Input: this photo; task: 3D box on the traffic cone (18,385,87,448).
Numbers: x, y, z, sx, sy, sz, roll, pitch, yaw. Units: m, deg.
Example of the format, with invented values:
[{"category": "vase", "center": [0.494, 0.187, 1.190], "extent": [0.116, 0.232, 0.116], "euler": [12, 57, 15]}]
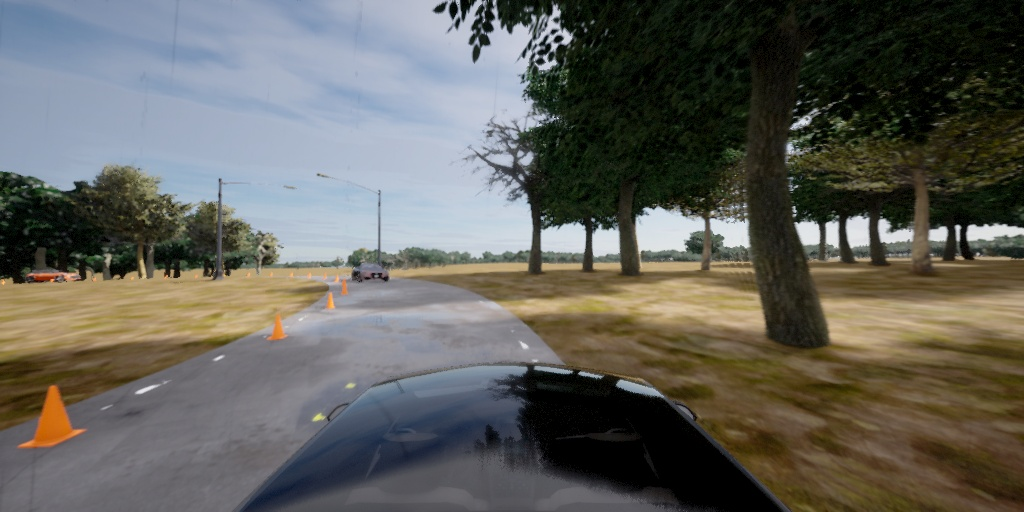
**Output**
[{"category": "traffic cone", "center": [-5.034, 1.719, 3.944], "extent": [0.340, 0.580, 0.340], "euler": [0, 0, -4]}]

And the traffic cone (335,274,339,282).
[{"category": "traffic cone", "center": [-12.680, 1.597, 26.002], "extent": [0.340, 0.580, 0.340], "euler": [0, 0, -34]}]

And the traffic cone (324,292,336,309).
[{"category": "traffic cone", "center": [-6.696, 1.622, 13.226], "extent": [0.340, 0.580, 0.340], "euler": [0, 0, -16]}]

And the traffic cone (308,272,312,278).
[{"category": "traffic cone", "center": [-18.744, 1.728, 33.213], "extent": [0.340, 0.580, 0.340], "euler": [0, 0, 44]}]

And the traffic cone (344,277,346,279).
[{"category": "traffic cone", "center": [-10.245, 1.575, 21.960], "extent": [0.340, 0.580, 0.340], "euler": [0, 0, -28]}]

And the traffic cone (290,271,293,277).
[{"category": "traffic cone", "center": [-22.306, 1.833, 36.304], "extent": [0.340, 0.580, 0.340], "euler": [0, 0, 38]}]

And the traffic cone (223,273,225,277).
[{"category": "traffic cone", "center": [-34.635, 2.289, 43.128], "extent": [0.340, 0.580, 0.340], "euler": [0, 0, 20]}]

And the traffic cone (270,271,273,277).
[{"category": "traffic cone", "center": [-26.170, 1.963, 39.005], "extent": [0.340, 0.580, 0.340], "euler": [0, 0, 32]}]

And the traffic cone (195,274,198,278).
[{"category": "traffic cone", "center": [-39.144, 2.469, 44.504], "extent": [0.340, 0.580, 0.340], "euler": [0, 0, 14]}]

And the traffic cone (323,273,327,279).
[{"category": "traffic cone", "center": [-15.524, 1.649, 29.766], "extent": [0.340, 0.580, 0.340], "euler": [0, 0, -40]}]

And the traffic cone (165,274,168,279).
[{"category": "traffic cone", "center": [-43.771, 2.633, 45.403], "extent": [0.340, 0.580, 0.340], "euler": [0, 0, 8]}]

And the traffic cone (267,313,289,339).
[{"category": "traffic cone", "center": [-5.623, 1.667, 8.628], "extent": [0.340, 0.580, 0.340], "euler": [0, 0, -10]}]

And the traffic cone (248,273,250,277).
[{"category": "traffic cone", "center": [-30.295, 2.115, 41.289], "extent": [0.340, 0.580, 0.340], "euler": [0, 0, 26]}]

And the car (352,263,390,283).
[{"category": "car", "center": [-10.504, 1.225, 26.564], "extent": [1.994, 1.385, 4.181], "euler": [1, -1, -34]}]

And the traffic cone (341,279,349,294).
[{"category": "traffic cone", "center": [-8.242, 1.584, 17.687], "extent": [0.340, 0.580, 0.340], "euler": [0, 0, -22]}]
